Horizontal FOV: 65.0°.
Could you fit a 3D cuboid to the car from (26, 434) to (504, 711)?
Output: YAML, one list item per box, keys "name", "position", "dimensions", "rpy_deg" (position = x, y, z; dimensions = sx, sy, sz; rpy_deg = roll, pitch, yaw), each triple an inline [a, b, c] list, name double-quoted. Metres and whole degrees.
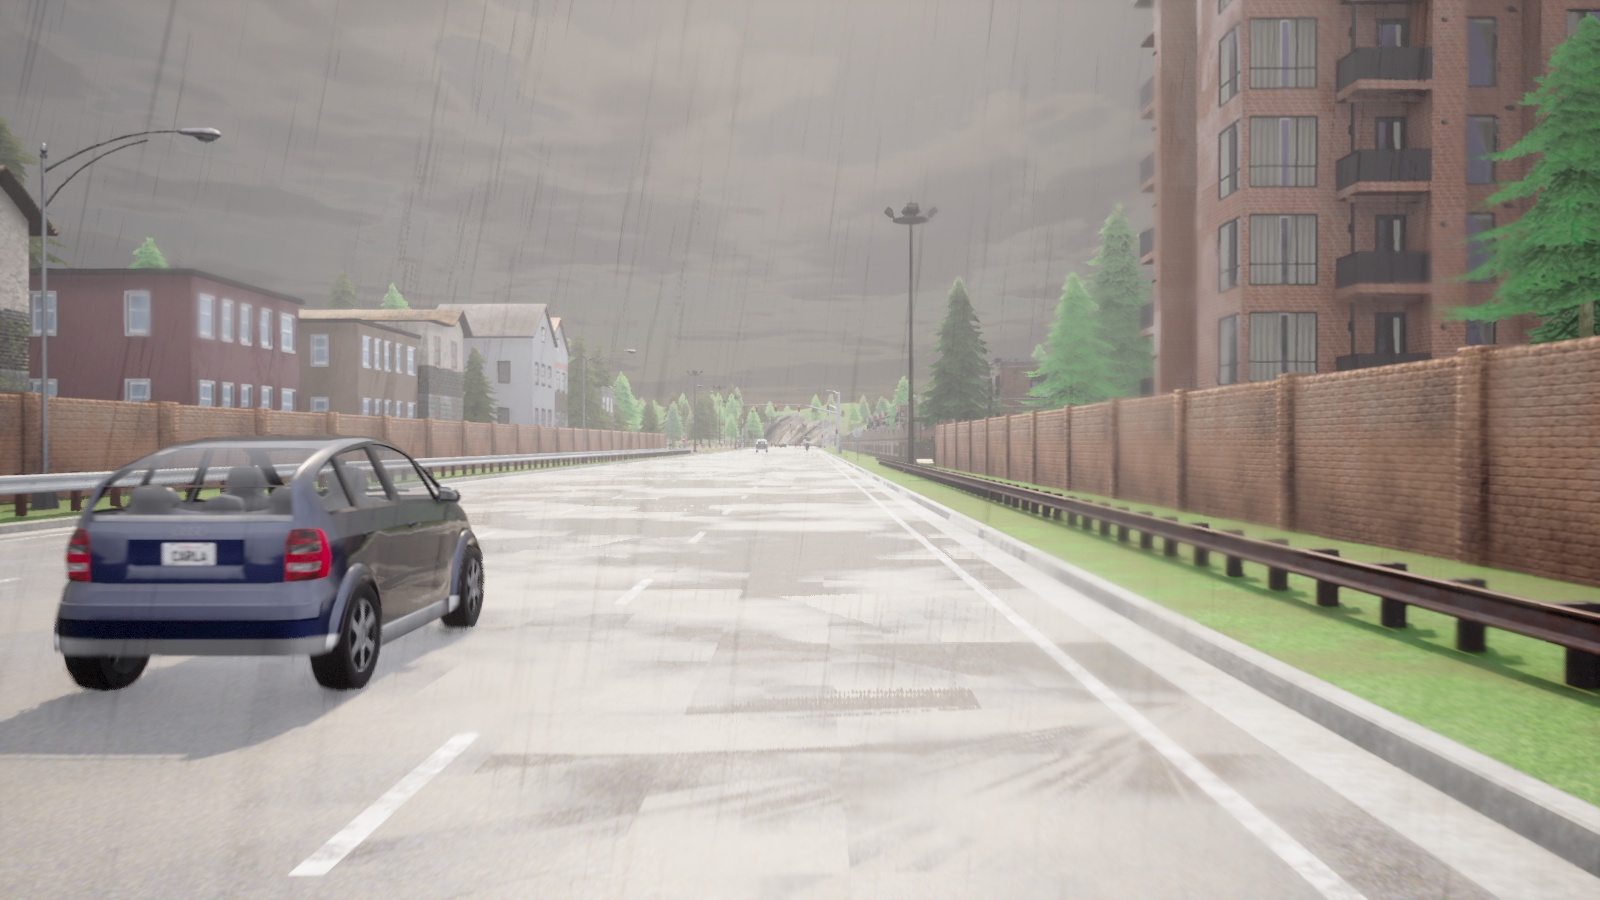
- name: "car"
  position: [-3.434, 0.672, 8.888]
  dimensions: [1.789, 1.549, 3.705]
  rpy_deg: [0, 0, 0]
